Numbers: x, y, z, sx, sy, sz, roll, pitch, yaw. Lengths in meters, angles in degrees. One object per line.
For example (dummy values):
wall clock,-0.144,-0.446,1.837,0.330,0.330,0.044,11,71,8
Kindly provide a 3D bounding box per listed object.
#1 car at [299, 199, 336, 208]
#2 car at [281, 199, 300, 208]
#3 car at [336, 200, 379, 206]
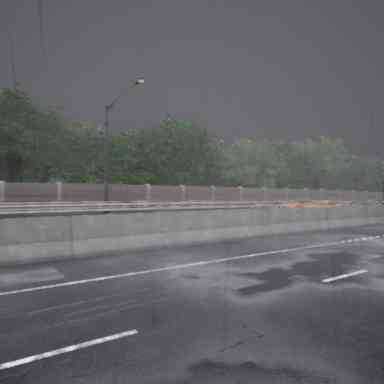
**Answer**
car,14.037,1.682,35.417,5.008,1.535,1.882,1,-1,-35
car,12.296,1.560,38.473,4.553,1.767,2.097,1,0,-35
car,16.927,1.569,33.170,4.553,1.767,2.097,1,0,-35
